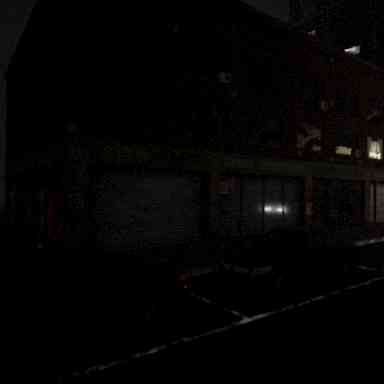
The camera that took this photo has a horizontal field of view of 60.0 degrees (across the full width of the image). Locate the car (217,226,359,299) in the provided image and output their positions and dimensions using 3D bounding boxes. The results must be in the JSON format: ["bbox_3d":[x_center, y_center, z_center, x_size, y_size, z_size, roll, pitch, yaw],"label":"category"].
[{"bbox_3d":[2.570,1.561,8.379,4.206,1.307,1.802,0,1,-35],"label":"car"}]

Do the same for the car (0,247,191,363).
[{"bbox_3d":[-1.966,1.578,5.144,4.206,1.307,1.802,0,1,-35],"label":"car"}]
